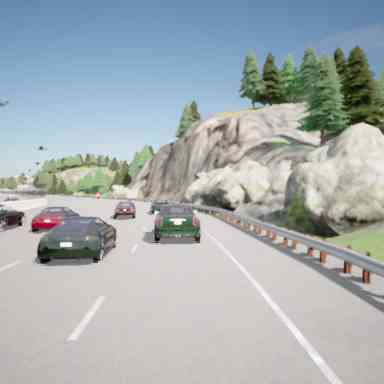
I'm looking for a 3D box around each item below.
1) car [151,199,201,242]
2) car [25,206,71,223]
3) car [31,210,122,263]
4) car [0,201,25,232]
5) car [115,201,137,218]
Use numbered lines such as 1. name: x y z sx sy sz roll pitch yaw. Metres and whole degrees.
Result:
1. car: -0.796 1.344 16.489 2.097 1.767 4.553 0 0 -5
2. car: -8.224 1.569 20.399 1.994 1.385 4.181 0 0 -6
3. car: -3.955 1.565 12.094 1.994 1.385 4.181 0 0 -4
4. car: -11.703 1.504 20.093 2.128 1.511 4.902 0 0 -6
5. car: -6.003 1.543 30.100 2.033 1.411 5.357 0 0 -9
